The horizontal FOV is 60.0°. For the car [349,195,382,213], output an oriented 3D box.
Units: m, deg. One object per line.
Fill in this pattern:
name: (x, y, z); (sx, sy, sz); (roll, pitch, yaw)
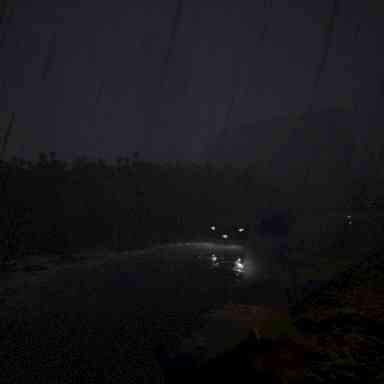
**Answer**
car: (15.823, 1.016, 30.255); (1.882, 1.535, 5.008); (-1, 0, 42)

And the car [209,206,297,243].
car: (3.082, 1.396, 15.670); (2.033, 1.411, 5.357); (-1, 0, 41)
